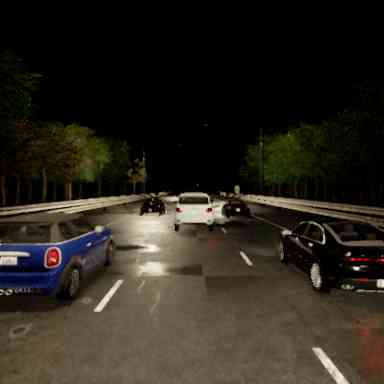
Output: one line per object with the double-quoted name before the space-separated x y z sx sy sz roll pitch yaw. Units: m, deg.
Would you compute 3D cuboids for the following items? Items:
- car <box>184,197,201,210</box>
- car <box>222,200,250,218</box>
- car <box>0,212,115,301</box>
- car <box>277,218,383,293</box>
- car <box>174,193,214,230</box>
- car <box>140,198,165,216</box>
"car" 0.095 1.280 38.994 1.895 1.301 4.718 0 0 0
"car" 3.597 1.334 27.773 1.994 1.385 4.181 0 0 0
"car" -3.400 1.282 8.310 2.097 1.767 4.553 0 0 0
"car" 3.599 1.433 8.618 1.837 1.490 4.892 0 0 0
"car" 0.098 1.061 19.698 2.150 2.045 5.566 0 1 0
"car" -3.403 1.283 29.306 1.812 1.442 4.674 0 0 0
